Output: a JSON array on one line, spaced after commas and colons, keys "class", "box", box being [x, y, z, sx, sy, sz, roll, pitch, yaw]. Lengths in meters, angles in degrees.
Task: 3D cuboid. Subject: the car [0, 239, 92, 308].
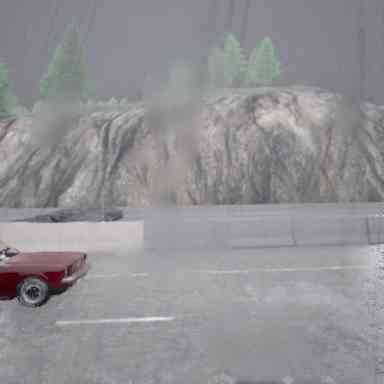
[{"class": "car", "box": [-4.809, 1.749, 7.541, 4.718, 1.301, 1.895, -1, -1, -3]}]

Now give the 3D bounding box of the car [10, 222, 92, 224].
[{"class": "car", "box": [-8.232, 1.901, 18.074, 4.718, 1.301, 1.895, -1, -1, -2]}]
